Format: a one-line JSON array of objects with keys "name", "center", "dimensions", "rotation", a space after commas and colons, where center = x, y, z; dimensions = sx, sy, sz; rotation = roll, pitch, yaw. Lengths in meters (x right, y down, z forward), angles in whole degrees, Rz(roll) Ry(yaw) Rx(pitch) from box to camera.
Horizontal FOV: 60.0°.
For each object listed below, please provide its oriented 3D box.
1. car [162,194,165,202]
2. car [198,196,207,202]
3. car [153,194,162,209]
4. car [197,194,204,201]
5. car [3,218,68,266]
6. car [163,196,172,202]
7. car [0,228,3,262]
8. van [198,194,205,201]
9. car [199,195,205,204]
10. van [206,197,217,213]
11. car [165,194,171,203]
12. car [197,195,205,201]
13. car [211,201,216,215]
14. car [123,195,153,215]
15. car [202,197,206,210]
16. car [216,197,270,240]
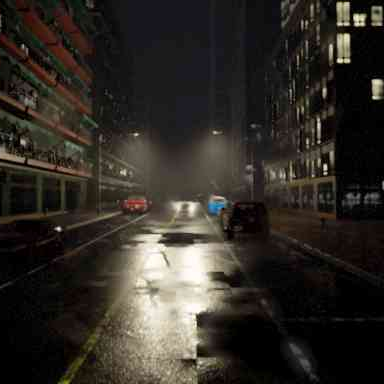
[{"name": "car", "center": [-5.820, 1.485, 51.533], "dimensions": [1.967, 1.590, 4.097], "rotation": [1, 0, 0]}, {"name": "car", "center": [2.443, 1.595, 79.922], "dimensions": [1.887, 1.381, 4.507], "rotation": [1, 0, 0]}, {"name": "car", "center": [-5.801, 1.357, 45.833], "dimensions": [2.192, 1.841, 5.009], "rotation": [1, 0, 0]}, {"name": "car", "center": [2.492, 1.615, 62.828], "dimensions": [1.947, 1.339, 4.313], "rotation": [1, 0, 0]}, {"name": "car", "center": [-5.710, 1.596, 11.640], "dimensions": [1.802, 1.307, 4.206], "rotation": [1, 0, 0]}, {"name": "car", "center": [-5.905, 1.615, 80.024], "dimensions": [1.947, 1.339, 4.313], "rotation": [1, 0, 0]}, {"name": "car", "center": [-5.693, 1.558, 5.943], "dimensions": [2.008, 1.369, 4.403], "rotation": [1, 0, 0]}, {"name": "van", "center": [2.431, 1.392, 85.620], "dimensions": [1.690, 1.788, 3.998], "rotation": [1, 0, 0]}, {"name": "car", "center": [2.524, 1.627, 51.432], "dimensions": [1.802, 1.307, 4.206], "rotation": [1, 0, 0]}, {"name": "van", "center": [2.620, 1.377, 34.340], "dimensions": [1.690, 1.788, 3.998], "rotation": [1, 0, 0]}, {"name": "car", "center": [-5.867, 1.364, 68.628], "dimensions": [2.192, 1.841, 5.009], "rotation": [1, 0, 0]}, {"name": "car", "center": [2.410, 1.617, 91.317], "dimensions": [1.947, 1.339, 4.313], "rotation": [1, 0, 0]}, {"name": "car", "center": [2.639, 1.577, 22.944], "dimensions": [2.008, 1.369, 4.403], "rotation": [1, 0, 0]}, {"name": "car", "center": [-5.769, 1.350, 34.438], "dimensions": [2.192, 1.841, 5.009], "rotation": [1, 0, 0]}, {"name": "car", "center": [2.566, 1.605, 40.037], "dimensions": [1.947, 1.339, 4.313], "rotation": [1, 0, 0]}, {"name": "car", "center": [2.660, 1.336, 17.247], "dimensions": [2.192, 1.841, 5.009], "rotation": [1, 0, 0]}]
